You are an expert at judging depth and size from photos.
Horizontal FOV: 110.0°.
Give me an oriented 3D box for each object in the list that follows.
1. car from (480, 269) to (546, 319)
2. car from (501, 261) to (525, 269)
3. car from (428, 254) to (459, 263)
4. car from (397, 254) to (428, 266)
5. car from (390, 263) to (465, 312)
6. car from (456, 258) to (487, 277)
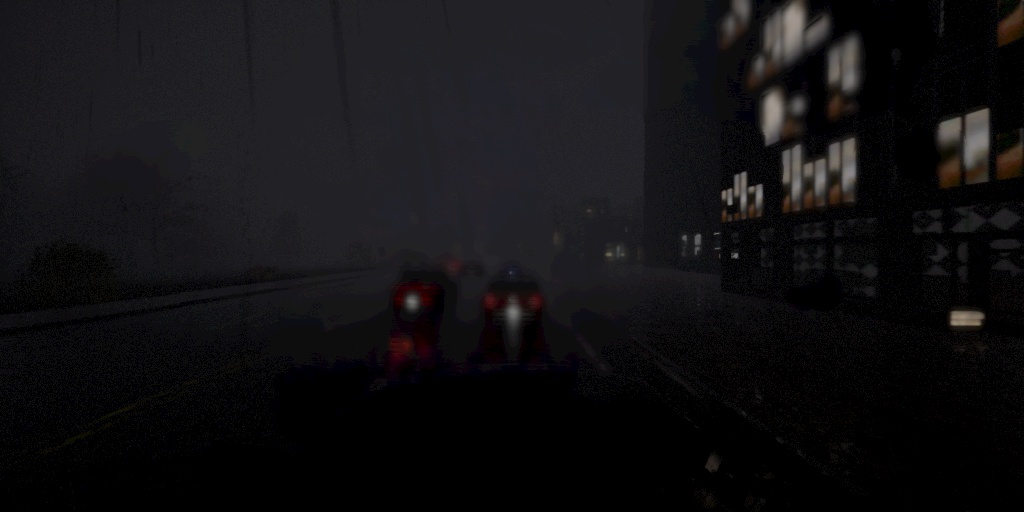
[{"bbox_3d":[0.055,1.297,12.440,1.895,1.301,4.718,0,0,0],"label":"car"},{"bbox_3d":[0.058,1.134,29.950,1.812,1.442,4.674,0,0,0],"label":"car"},{"bbox_3d":[-6.584,0.800,36.449,2.150,2.045,5.566,0,0,0],"label":"car"},{"bbox_3d":[-9.835,0.800,36.409,2.150,2.045,5.566,0,0,0],"label":"car"},{"bbox_3d":[-3.188,1.196,13.933,1.837,1.490,4.892,0,1,0],"label":"car"},{"bbox_3d":[-3.190,1.084,30.422,1.882,1.535,5.008,0,0,0],"label":"car"}]
